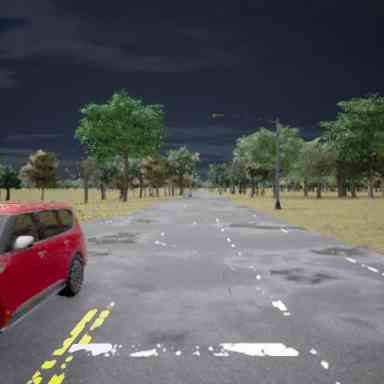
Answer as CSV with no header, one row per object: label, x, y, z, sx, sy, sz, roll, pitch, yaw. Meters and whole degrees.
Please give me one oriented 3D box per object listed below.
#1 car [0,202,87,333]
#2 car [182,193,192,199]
car,-3.533,1.206,5.635,2.150,2.045,5.566,0,-1,0
car,-1.125,0.881,79.497,2.128,1.511,4.902,0,1,6
